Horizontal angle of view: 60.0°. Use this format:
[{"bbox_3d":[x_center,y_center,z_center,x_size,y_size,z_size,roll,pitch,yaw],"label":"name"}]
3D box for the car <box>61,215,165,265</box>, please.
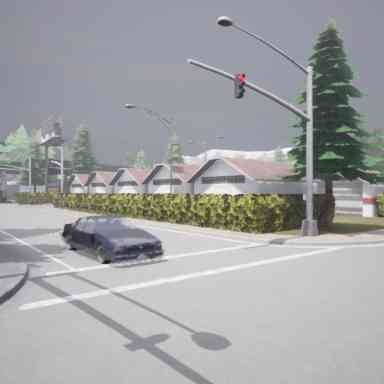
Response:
[{"bbox_3d":[-3.143,1.562,12.111,2.033,1.411,5.357,0,0,-38],"label":"car"}]
